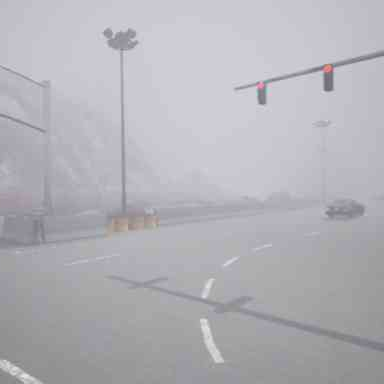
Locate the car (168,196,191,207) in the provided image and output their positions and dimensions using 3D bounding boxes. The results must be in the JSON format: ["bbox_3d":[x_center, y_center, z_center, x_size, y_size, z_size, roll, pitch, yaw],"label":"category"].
[{"bbox_3d":[-1.448,1.401,48.661,1.882,1.535,5.008,-1,0,40],"label":"car"}]

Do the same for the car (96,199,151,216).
[{"bbox_3d":[-5.835,1.593,27.300,1.994,1.385,4.181,-1,0,40],"label":"car"}]

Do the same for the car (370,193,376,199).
[{"bbox_3d":[38.376,0.832,69.038,1.994,1.385,4.181,-1,0,15],"label":"car"}]

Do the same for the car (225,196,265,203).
[{"bbox_3d":[6.789,1.301,42.168,2.128,1.511,4.902,-1,0,40],"label":"car"}]

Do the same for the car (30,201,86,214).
[{"bbox_3d":[-13.659,1.683,34.306,2.033,1.411,5.357,-1,0,40],"label":"car"}]

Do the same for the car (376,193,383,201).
[{"bbox_3d":[35.210,0.843,60.154,1.837,1.490,4.892,-1,0,22],"label":"car"}]

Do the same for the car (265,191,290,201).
[{"bbox_3d":[12.800,0.926,49.525,2.150,2.045,5.566,-1,0,37],"label":"car"}]

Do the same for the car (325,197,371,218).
[{"bbox_3d":[12.426,1.299,26.822,2.033,1.411,5.357,-1,0,40],"label":"car"}]

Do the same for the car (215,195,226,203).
[{"bbox_3d":[4.809,1.306,56.329,2.128,1.511,4.902,-1,0,37],"label":"car"}]

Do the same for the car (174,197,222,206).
[{"bbox_3d":[0.714,1.516,34.982,1.895,1.301,4.718,-1,0,40],"label":"car"}]

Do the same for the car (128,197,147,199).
[{"bbox_3d":[-7.318,1.377,41.751,2.097,1.767,4.553,-1,0,40],"label":"car"}]
